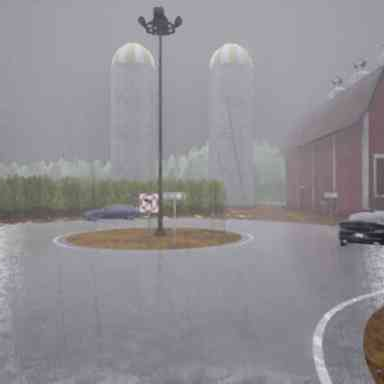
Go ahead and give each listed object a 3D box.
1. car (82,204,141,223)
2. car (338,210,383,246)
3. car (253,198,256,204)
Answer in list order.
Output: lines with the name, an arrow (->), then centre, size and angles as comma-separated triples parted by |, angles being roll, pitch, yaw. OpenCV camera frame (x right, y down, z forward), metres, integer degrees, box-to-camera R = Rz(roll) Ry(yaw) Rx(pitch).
car -> -6.506, 1.683, 27.149 | 4.674, 1.442, 1.812 | 0, -1, -22
car -> 8.147, 1.567, 15.028 | 1.882, 1.535, 5.008 | -1, -1, 39
car -> 12.810, 1.830, 73.744 | 1.994, 1.381, 4.181 | 0, 0, -1
